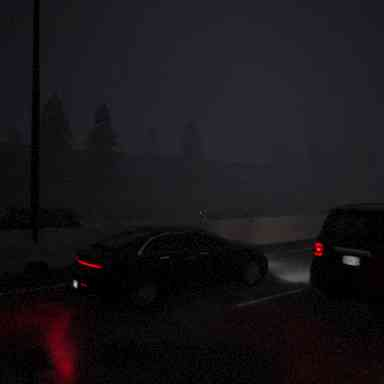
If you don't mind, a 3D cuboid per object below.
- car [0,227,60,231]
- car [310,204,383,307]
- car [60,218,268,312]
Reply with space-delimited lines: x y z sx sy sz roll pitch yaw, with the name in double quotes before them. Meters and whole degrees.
"car" -6.371 1.367 12.345 4.553 1.767 2.097 1 0 -36
"car" 4.908 1.289 7.250 5.566 2.045 2.150 1 0 -36
"car" -0.290 1.540 7.840 4.892 1.490 1.837 1 0 -36
